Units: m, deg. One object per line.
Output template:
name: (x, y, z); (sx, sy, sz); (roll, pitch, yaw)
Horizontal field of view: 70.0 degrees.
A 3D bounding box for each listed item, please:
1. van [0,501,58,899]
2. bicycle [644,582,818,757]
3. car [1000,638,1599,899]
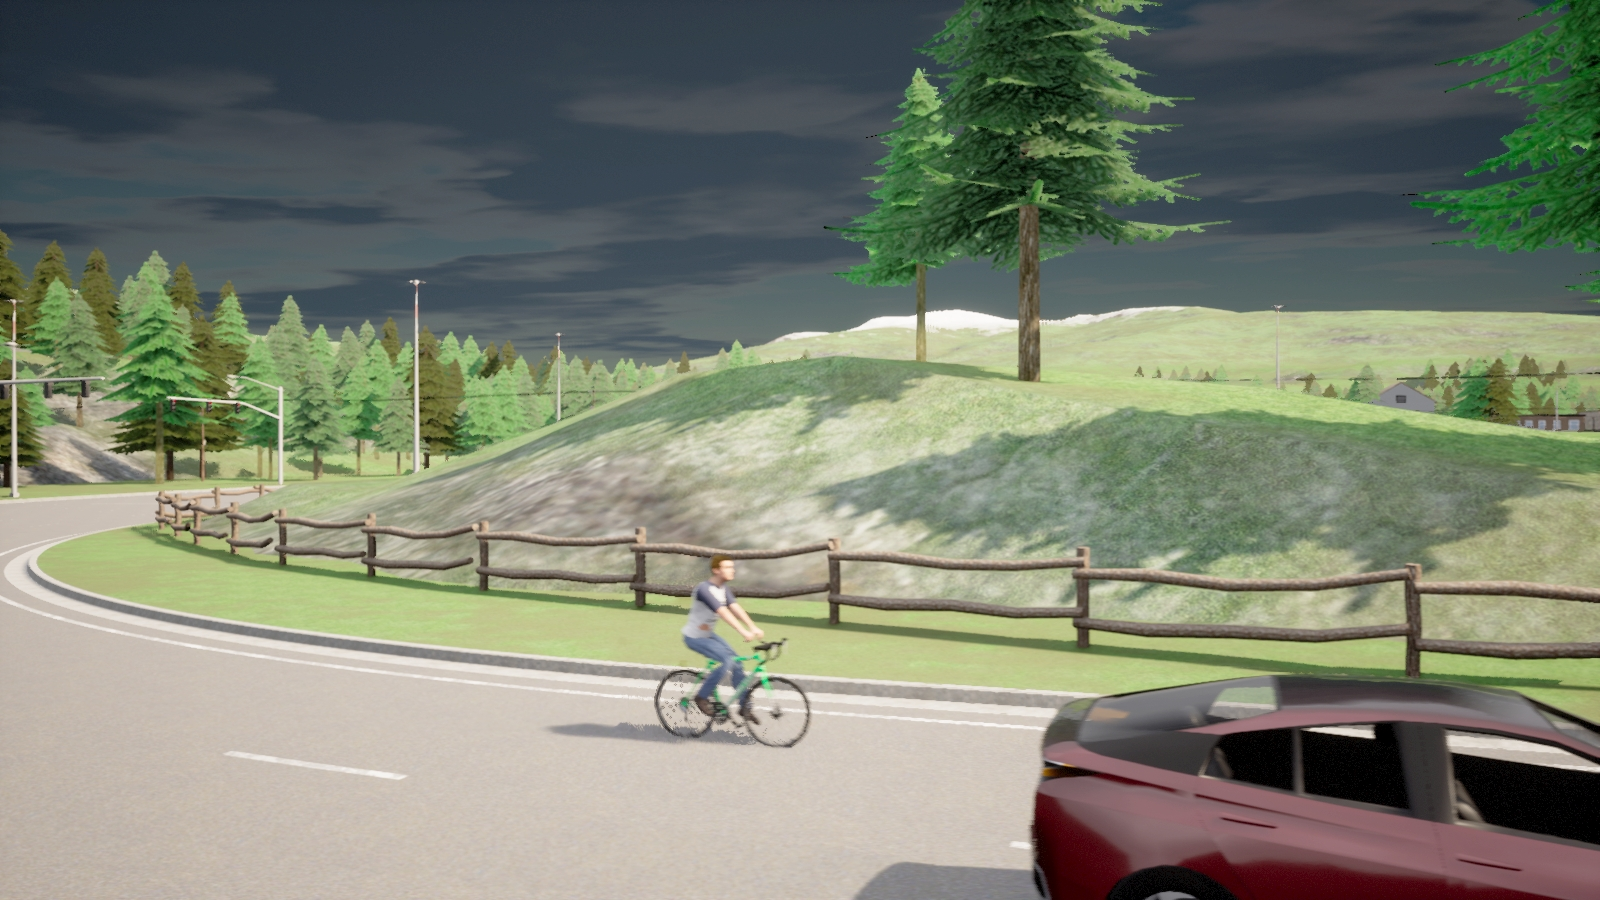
van: (-6.696, 1.553, 5.759); (5.915, 2.561, 1.988); (0, 1, 23)
bicycle: (-0.671, 2.067, 10.968); (1.643, 1.496, 0.373); (0, -1, 21)
car: (3.499, 2.039, 6.028); (4.514, 1.525, 2.007); (0, 0, 21)
